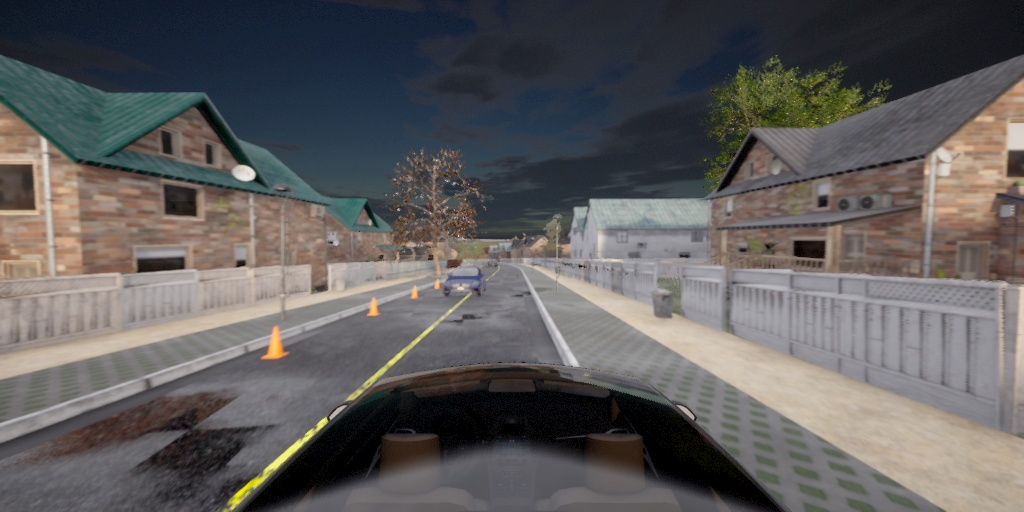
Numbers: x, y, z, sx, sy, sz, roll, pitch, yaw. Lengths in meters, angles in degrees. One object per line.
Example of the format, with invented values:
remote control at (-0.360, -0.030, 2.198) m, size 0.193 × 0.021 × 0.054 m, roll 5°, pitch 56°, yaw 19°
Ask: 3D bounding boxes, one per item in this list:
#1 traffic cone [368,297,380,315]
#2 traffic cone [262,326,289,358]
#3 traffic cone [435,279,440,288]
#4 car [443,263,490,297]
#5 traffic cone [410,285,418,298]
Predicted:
traffic cone at (-4.699, 1.696, 12.186) m, size 0.340 × 0.580 × 0.340 m, roll 0°, pitch 0°, yaw 0°
traffic cone at (-4.720, 1.701, 7.171) m, size 0.340 × 0.580 × 0.340 m, roll 0°, pitch 0°, yaw 0°
traffic cone at (-4.621, 1.697, 22.204) m, size 0.340 × 0.580 × 0.340 m, roll 0°, pitch 0°, yaw 0°
car at (-2.372, 1.267, 19.015) m, size 1.812 × 1.442 × 4.674 m, roll 0°, pitch 0°, yaw 0°
traffic cone at (-4.661, 1.696, 17.198) m, size 0.340 × 0.580 × 0.340 m, roll 0°, pitch 0°, yaw 0°
